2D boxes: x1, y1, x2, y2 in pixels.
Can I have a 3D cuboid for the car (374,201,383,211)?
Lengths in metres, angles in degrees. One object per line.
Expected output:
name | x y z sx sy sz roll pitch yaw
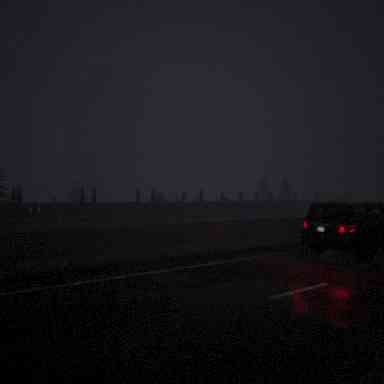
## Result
car | 30.109 2.133 52.436 1.837 1.490 4.892 1 0 37

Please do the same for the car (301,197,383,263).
car | 6.561 1.370 12.833 5.566 2.045 2.150 0 0 -35
